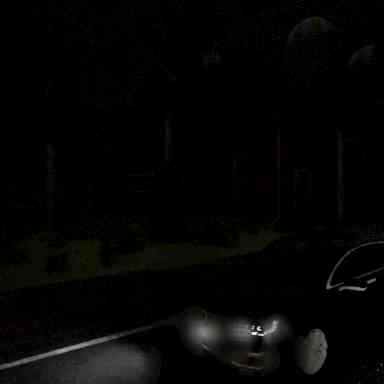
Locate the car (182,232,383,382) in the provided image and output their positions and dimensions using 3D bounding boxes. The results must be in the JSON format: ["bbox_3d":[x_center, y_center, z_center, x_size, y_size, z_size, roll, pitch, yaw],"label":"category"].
[{"bbox_3d":[2.116,1.488,5.511,4.892,1.490,1.837,0,0,-36],"label":"car"}]
